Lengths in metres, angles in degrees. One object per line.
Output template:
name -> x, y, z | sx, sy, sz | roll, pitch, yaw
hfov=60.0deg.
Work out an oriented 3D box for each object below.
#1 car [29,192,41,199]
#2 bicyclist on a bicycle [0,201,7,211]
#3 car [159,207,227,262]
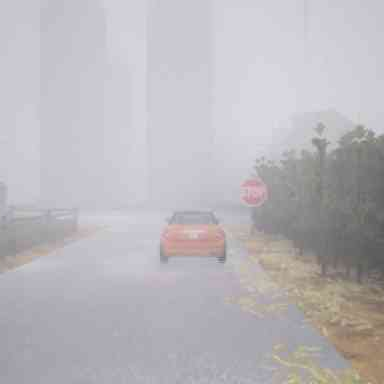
car -> -37.276, 1.024, 80.949 | 3.866, 1.878, 1.905 | 0, 0, 0
bicyclist on a bicycle -> -18.190, 1.197, 31.819 | 0.582, 1.620, 1.656 | 0, 1, 0
car -> 0.050, 1.323, 12.104 | 2.097, 1.767, 4.553 | 0, 0, 0
